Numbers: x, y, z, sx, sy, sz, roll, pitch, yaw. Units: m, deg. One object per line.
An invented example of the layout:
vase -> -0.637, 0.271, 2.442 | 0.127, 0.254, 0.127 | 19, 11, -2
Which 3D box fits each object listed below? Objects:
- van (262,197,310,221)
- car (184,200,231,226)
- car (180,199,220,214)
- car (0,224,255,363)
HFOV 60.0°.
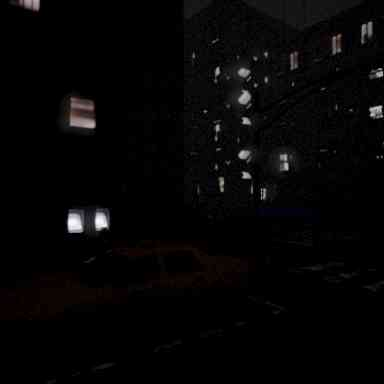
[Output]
van -> 7.498, 1.352, 26.750 | 1.690, 1.788, 3.998 | 0, 0, -36
car -> 0.703, 1.484, 21.845 | 1.967, 1.590, 4.097 | 0, 0, -36
car -> 0.750, 1.521, 36.054 | 1.752, 1.417, 4.829 | 0, 0, -36
car -> -1.011, 1.533, 5.847 | 4.829, 1.417, 1.752 | 0, -1, -36
